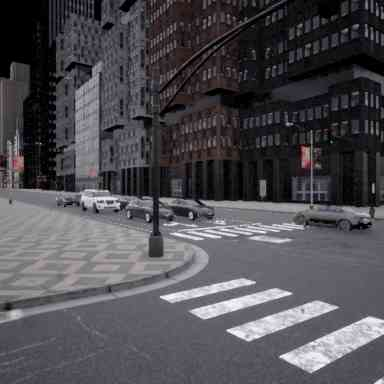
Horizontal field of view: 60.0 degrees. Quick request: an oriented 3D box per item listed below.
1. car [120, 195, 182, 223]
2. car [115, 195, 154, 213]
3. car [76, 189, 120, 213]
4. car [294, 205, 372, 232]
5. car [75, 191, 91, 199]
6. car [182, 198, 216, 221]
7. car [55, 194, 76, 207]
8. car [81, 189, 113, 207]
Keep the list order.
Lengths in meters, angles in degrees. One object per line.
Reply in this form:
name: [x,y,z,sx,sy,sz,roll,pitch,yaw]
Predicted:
car: [-3.013,1.240,23.299,1.837,1.490,4.892,0,1,-36]
car: [-5.689,1.107,32.569,1.837,1.490,4.892,0,1,-36]
car: [-8.698,0.819,31.185,2.150,2.045,5.566,0,1,-36]
car: [8.082,1.426,19.371,1.994,1.385,4.181,0,1,-36]
car: [-21.843,0.563,66.416,1.812,1.442,4.674,0,1,-36]
car: [-0.248,1.239,24.979,1.837,1.490,4.892,0,1,-38]
car: [-14.909,0.991,39.808,2.033,1.411,5.357,0,1,-36]
car: [-11.835,0.671,41.111,2.150,2.045,5.566,0,1,-35]
